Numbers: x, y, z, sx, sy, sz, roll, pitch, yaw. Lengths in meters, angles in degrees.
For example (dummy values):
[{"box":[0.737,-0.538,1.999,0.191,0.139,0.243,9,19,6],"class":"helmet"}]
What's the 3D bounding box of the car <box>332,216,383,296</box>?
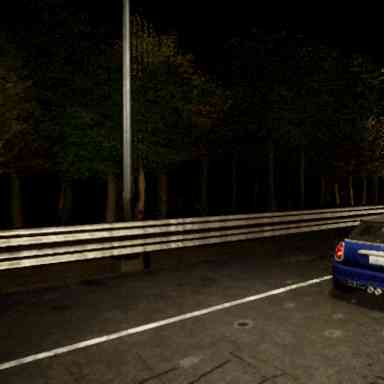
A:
[{"box":[5.198,1.282,7.454,4.553,1.767,2.097,-1,0,-35],"class":"car"}]
